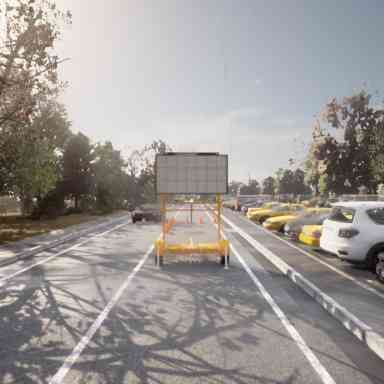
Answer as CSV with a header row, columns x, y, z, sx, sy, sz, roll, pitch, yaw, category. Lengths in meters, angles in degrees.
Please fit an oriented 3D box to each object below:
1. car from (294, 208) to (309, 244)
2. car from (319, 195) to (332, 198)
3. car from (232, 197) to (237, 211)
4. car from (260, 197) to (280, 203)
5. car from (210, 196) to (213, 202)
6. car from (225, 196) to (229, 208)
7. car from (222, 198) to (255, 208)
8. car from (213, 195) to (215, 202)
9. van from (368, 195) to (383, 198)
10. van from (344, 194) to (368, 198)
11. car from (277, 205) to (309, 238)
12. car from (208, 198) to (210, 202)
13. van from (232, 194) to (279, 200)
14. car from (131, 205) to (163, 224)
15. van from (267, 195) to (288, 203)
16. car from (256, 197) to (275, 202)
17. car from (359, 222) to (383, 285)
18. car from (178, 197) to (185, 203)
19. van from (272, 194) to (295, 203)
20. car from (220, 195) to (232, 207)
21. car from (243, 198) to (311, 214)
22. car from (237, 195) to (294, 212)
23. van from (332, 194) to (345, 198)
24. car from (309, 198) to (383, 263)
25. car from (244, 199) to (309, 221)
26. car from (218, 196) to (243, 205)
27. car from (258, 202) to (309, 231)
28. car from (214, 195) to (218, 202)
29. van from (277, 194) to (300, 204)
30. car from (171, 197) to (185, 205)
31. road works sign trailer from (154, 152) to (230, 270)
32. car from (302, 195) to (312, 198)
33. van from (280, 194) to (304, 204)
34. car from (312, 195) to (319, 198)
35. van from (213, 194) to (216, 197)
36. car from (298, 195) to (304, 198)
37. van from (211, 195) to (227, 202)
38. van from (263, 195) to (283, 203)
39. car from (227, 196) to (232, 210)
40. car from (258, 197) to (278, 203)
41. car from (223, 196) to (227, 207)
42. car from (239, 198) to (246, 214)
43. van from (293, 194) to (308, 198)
x,y,z,sx,sy,sz,roll,pitch,yaw,category
7.054,1.568,12.991,5.366,1.575,1.946,0,0,0,car
20.168,1.341,43.328,5.566,2.045,2.435,0,0,0,car
7.079,1.585,35.190,4.792,1.488,2.163,0,0,0,car
20.552,2.034,87.626,4.892,1.521,2.231,0,-1,0,car
7.395,1.512,74.057,5.566,2.045,2.435,0,0,0,car
7.089,1.630,43.519,4.792,1.488,2.163,0,0,0,car
7.192,1.646,51.847,4.892,1.521,2.231,0,0,0,car
7.294,1.719,65.728,5.008,1.535,2.097,0,0,0,car
19.997,1.310,32.234,4.442,1.987,1.878,0,0,0,van
20.268,1.336,37.788,4.442,1.987,1.878,0,0,0,van
6.898,1.563,15.769,4.892,1.521,2.231,0,0,0,car
7.509,2.104,90.689,5.008,1.535,2.097,0,-1,0,car
7.189,1.345,37.967,4.442,1.987,1.878,0,0,0,van
-3.316,1.647,25.178,1.895,1.301,4.718,0,0,0,car
20.374,1.630,79.324,4.442,1.987,1.878,0,-1,0,van
20.600,2.154,93.290,5.008,1.535,2.097,0,-1,0,car
6.829,1.590,7.441,5.008,1.535,2.097,0,0,0,car
-2.815,2.125,91.306,1.882,1.535,5.008,0,-1,0,car
20.330,1.529,73.934,4.442,1.987,1.878,0,-1,0,van
6.978,1.627,49.073,5.366,1.575,1.946,0,0,0,car
7.167,1.529,26.869,5.366,1.575,1.946,0,0,0,car
7.058,1.418,32.418,4.553,1.767,2.185,0,0,0,car
20.057,1.351,40.560,4.442,1.987,1.878,0,0,0,van
6.874,1.329,10.215,5.566,2.045,2.435,0,0,0,car
6.775,1.533,24.219,5.366,1.575,1.946,0,0,0,car
7.245,1.578,62.952,4.553,1.767,2.185,0,0,0,car
6.729,1.549,18.546,5.366,1.575,1.946,0,0,0,car
7.046,1.671,57.401,5.366,1.575,1.946,0,0,0,car
20.539,1.514,71.029,4.442,1.987,1.878,0,0,0,van
-3.028,1.812,65.859,1.994,1.385,4.181,0,-1,1,car
-0.016,0.480,11.138,2.380,3.560,2.880,0,0,-1,road works sign trailer
20.259,1.636,51.638,5.008,1.535,2.097,0,0,0,car
20.518,1.500,68.384,4.442,1.987,1.878,0,0,0,van
20.191,1.355,46.099,5.566,2.045,2.435,0,0,0,car
7.228,1.523,71.282,4.442,1.987,1.878,0,0,0,van
20.291,1.692,54.533,4.674,1.452,2.002,0,0,0,car
7.642,1.938,93.468,4.442,1.987,1.878,0,-1,0,van
20.653,1.748,84.860,4.442,1.987,1.878,0,-1,0,van
7.066,1.615,40.743,4.792,1.488,2.163,0,0,0,car
20.576,2.092,90.395,5.008,1.535,2.097,0,-1,0,car
7.111,1.645,46.295,4.792,1.488,2.163,0,0,0,car
6.998,1.536,29.638,4.892,1.521,2.231,0,0,0,car
20.427,1.441,57.304,4.442,1.987,1.878,0,0,0,van
